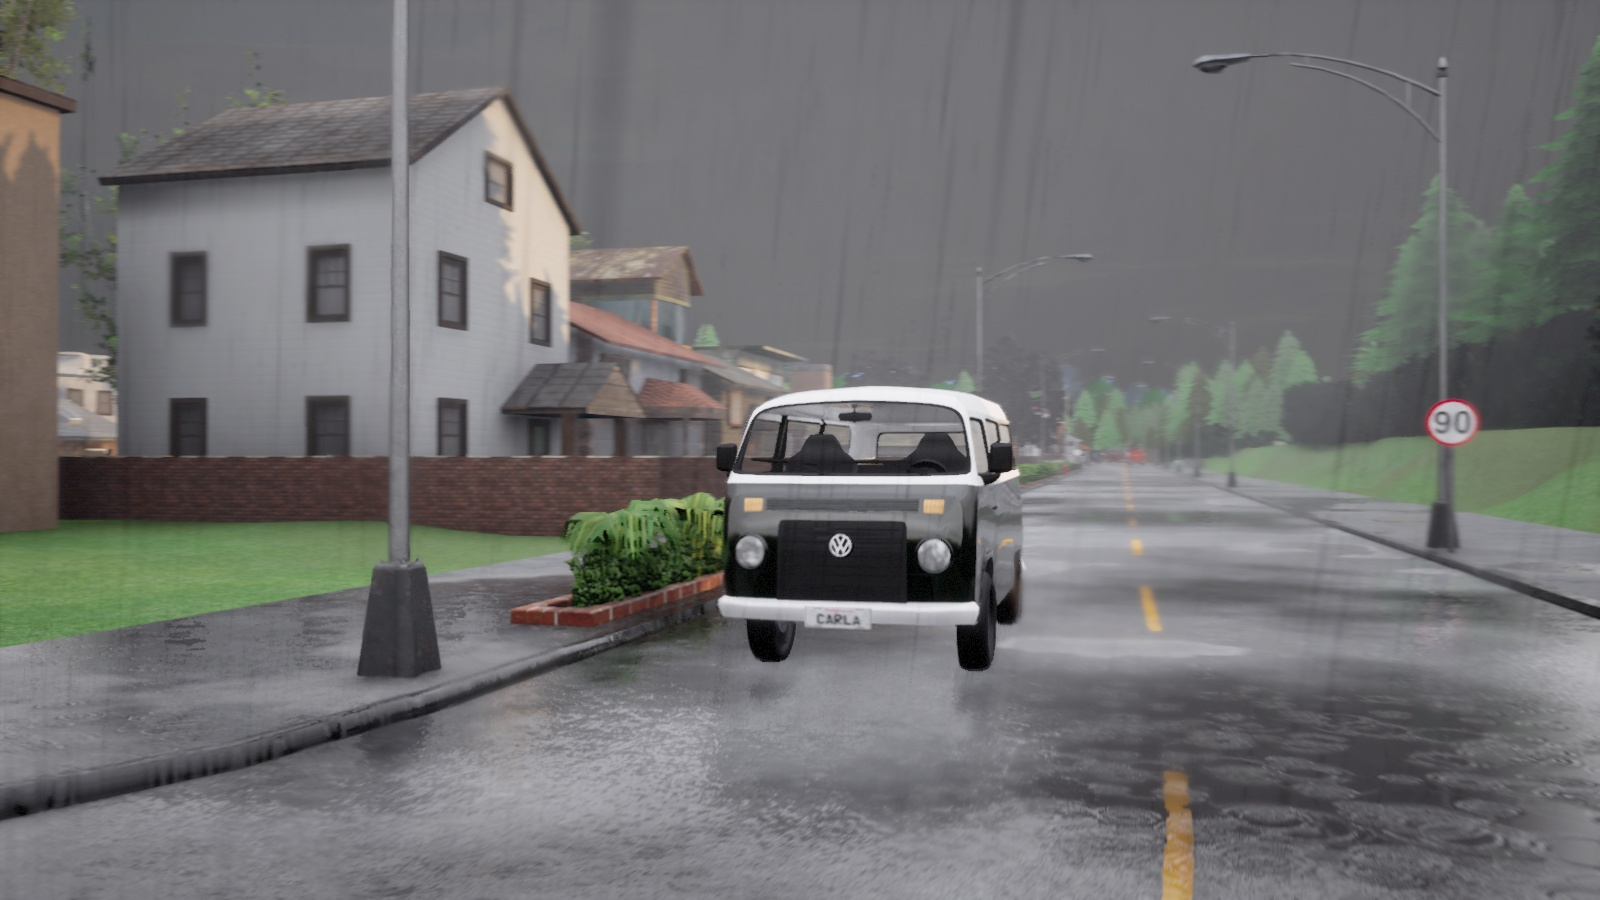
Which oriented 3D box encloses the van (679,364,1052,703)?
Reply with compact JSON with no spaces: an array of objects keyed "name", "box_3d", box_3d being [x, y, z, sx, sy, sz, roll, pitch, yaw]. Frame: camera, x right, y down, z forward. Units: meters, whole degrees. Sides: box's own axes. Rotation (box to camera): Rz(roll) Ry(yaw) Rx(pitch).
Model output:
[{"name":"van","box_3d":[0.800,0.516,9.983,2.069,2.038,4.480,0,0,15]}]
